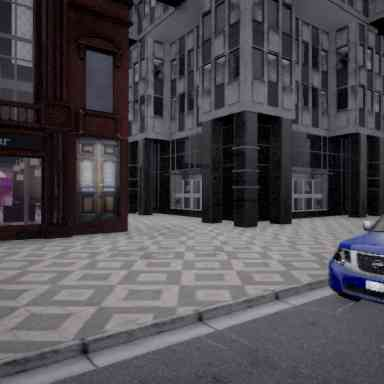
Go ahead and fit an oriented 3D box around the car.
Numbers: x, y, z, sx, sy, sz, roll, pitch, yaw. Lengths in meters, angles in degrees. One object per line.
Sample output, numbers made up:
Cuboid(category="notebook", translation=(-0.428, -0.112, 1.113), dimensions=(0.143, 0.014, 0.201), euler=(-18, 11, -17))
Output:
Cuboid(category="car", translation=(5.308, 1.228, 7.187), dimensions=(5.566, 2.045, 2.150), euler=(0, 0, -36))
